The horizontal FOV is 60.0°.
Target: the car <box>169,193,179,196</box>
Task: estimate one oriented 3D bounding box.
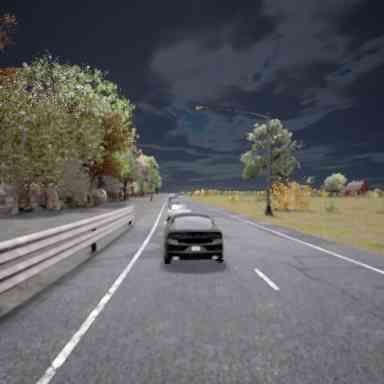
[{"bbox_3d":[-4.778,1.699,83.539,1.837,1.490,4.892,0,0,-4],"label":"car"}]

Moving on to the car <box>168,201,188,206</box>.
[{"bbox_3d":[-1.077,1.679,27.728,1.895,1.301,4.718,0,0,-4],"label":"car"}]

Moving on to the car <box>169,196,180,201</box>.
[{"bbox_3d":[-2.501,1.677,49.195,2.033,1.411,5.357,0,0,-4],"label":"car"}]

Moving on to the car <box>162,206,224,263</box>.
[{"bbox_3d":[-0.048,1.513,12.190,1.882,1.535,5.008,0,0,-4],"label":"car"}]
